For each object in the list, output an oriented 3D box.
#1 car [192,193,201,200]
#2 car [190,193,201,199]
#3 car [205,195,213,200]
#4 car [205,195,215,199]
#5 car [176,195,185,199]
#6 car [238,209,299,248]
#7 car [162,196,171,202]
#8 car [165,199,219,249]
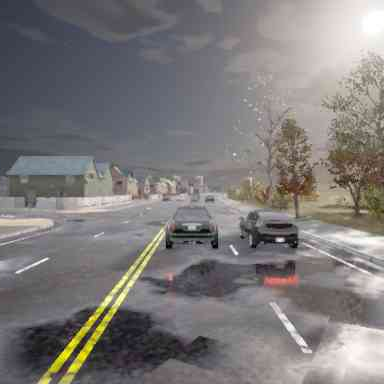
[{"bbox_3d":[1.158,1.161,85.385,2.097,1.767,4.553,0,0,3],"label":"car"},{"bbox_3d":[0.486,1.538,69.200,2.033,1.411,5.357,0,0,2],"label":"car"},{"bbox_3d":[4.407,1.398,85.285,1.895,1.301,4.718,0,0,3],"label":"car"},{"bbox_3d":[3.733,1.339,69.064,2.097,1.767,4.553,0,0,2],"label":"car"},{"bbox_3d":[-2.525,1.487,75.797,1.812,1.442,4.674,0,0,2],"label":"car"},{"bbox_3d":[3.251,1.519,14.696,1.837,1.490,4.892,0,0,0],"label":"car"},{"bbox_3d":[-5.772,1.505,75.938,2.033,1.411,5.357,0,0,2],"label":"car"},{"bbox_3d":[0.001,1.369,14.665,2.097,1.767,4.553,0,0,0],"label":"car"}]
